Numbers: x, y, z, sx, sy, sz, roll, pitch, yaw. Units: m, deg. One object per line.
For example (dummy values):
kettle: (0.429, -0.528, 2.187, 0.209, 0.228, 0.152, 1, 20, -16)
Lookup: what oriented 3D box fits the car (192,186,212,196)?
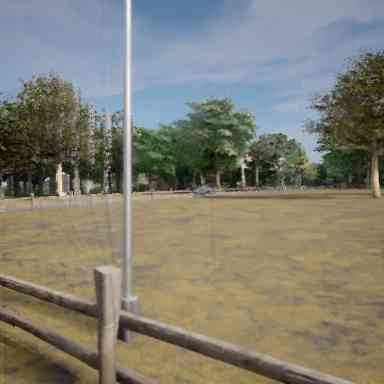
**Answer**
car: (1.881, -0.255, 62.230, 2.097, 1.767, 4.553, -3, 0, 35)
